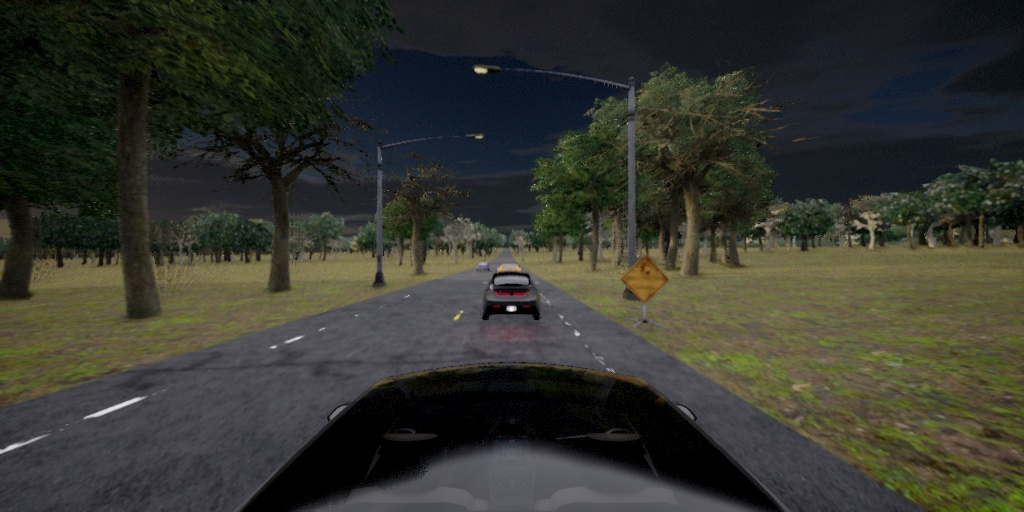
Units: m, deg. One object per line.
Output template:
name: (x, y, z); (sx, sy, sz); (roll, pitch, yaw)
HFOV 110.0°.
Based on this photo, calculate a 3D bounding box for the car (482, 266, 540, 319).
car: (-0.027, 1.305, 12.978); (1.837, 1.490, 4.892); (0, 0, 0)

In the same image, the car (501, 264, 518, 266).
car: (-0.219, 1.379, 29.413); (1.882, 1.535, 5.008); (0, 0, 0)

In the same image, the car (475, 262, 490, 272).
car: (-4.134, 1.557, 51.609); (1.812, 1.442, 4.674); (0, -1, 0)

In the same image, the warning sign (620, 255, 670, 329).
warning sign: (3.498, 0.895, 9.542); (1.300, 1.860, 1.060); (0, 0, -1)
